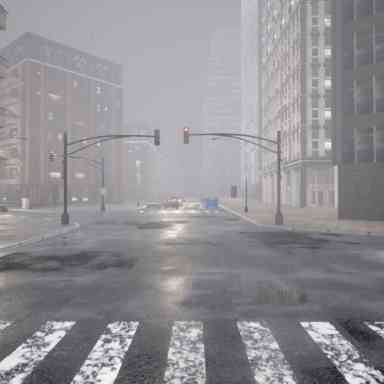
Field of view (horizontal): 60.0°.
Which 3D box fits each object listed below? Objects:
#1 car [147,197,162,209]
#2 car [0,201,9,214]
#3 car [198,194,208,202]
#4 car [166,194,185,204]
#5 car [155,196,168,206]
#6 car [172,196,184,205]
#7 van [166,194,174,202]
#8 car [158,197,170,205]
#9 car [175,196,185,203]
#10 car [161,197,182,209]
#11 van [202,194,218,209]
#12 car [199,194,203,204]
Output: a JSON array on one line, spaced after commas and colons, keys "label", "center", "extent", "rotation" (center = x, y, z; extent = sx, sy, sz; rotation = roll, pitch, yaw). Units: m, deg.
[{"label": "car", "center": [-5.213, 1.570, 45.740], "extent": [1.752, 1.417, 4.829], "rotation": [0, 0, 0]}, {"label": "car", "center": [-22.720, 1.683, 38.025], "extent": [5.008, 1.535, 1.882], "rotation": [0, -1, 41]}, {"label": "car", "center": [2.750, 1.467, 84.761], "extent": [2.192, 1.841, 5.009], "rotation": [0, 0, 0]}, {"label": "car", "center": [-2.706, 1.415, 54.165], "extent": [2.097, 1.767, 4.553], "rotation": [0, 0, 0]}, {"label": "car", "center": [-5.189, 1.510, 57.016], "extent": [1.967, 1.590, 4.097], "rotation": [0, 0, 0]}, {"label": "car", "center": [-2.658, 1.580, 64.005], "extent": [2.128, 1.511, 4.902], "rotation": [0, 0, 1]}, {"label": "van", "center": [-5.140, 1.474, 79.224], "extent": [1.690, 1.788, 3.998], "rotation": [0, 0, 0]}, {"label": "car", "center": [-5.177, 1.650, 62.568], "extent": [1.947, 1.339, 4.313], "rotation": [0, 0, 0]}, {"label": "car", "center": [-2.590, 1.669, 73.887], "extent": [1.994, 1.385, 4.181], "rotation": [0, 0, 0]}, {"label": "car", "center": [-2.731, 1.644, 45.039], "extent": [1.895, 1.301, 4.718], "rotation": [0, 0, 0]}, {"label": "van", "center": [2.668, 1.386, 45.893], "extent": [1.690, 1.788, 3.998], "rotation": [0, 0, 0]}, {"label": "car", "center": [2.715, 1.644, 68.102], "extent": [1.887, 1.381, 4.507], "rotation": [0, 0, 0]}]
